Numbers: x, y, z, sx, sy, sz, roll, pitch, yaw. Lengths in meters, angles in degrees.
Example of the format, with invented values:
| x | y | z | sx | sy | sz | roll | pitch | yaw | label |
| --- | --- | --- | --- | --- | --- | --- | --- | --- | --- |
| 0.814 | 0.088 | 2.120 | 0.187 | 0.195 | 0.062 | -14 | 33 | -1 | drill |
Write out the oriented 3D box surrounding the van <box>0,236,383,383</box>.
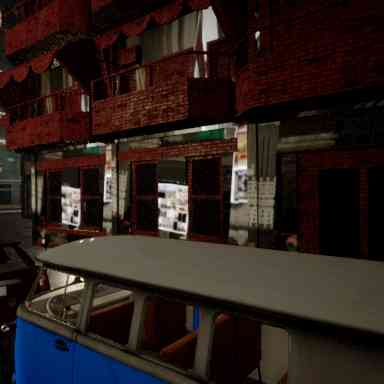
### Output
| x | y | z | sx | sy | sz | roll | pitch | yaw | label |
| --- | --- | --- | --- | --- | --- | --- | --- | --- | --- |
| 0.200 | 1.341 | 2.592 | 3.998 | 1.788 | 1.690 | 0 | -1 | 36 | van |
